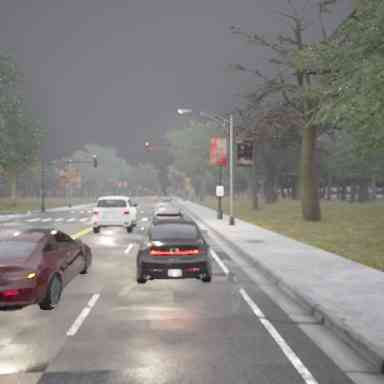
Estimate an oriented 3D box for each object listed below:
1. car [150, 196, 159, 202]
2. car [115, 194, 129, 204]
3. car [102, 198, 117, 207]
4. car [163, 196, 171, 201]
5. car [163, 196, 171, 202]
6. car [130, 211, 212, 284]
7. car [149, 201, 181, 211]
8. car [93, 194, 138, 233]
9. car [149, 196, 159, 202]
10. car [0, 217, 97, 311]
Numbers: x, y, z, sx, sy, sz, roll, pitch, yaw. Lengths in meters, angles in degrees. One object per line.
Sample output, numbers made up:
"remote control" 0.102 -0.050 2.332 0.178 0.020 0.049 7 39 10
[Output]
"car" -9.770 1.759 87.164 2.128 1.511 4.902 0 0 -4
"car" -15.175 1.519 72.461 2.150 2.045 5.566 0 0 -4
"car" -14.069 1.749 57.062 1.812 1.442 4.674 0 0 -4
"car" -5.743 1.842 77.023 2.033 1.411 5.357 0 0 -4
"car" -6.529 1.756 87.409 2.128 1.511 4.902 0 0 -4
"car" -0.548 1.538 9.716 1.837 1.490 4.892 0 0 -4
"car" -1.426 1.561 20.011 2.128 1.511 4.902 0 0 -4
"car" -4.580 1.295 20.259 2.150 2.045 5.566 0 0 -6
"car" -8.983 1.783 76.778 1.882 1.535 5.008 0 0 -4
"car" -3.649 1.555 7.628 1.812 1.442 4.674 0 0 -5
